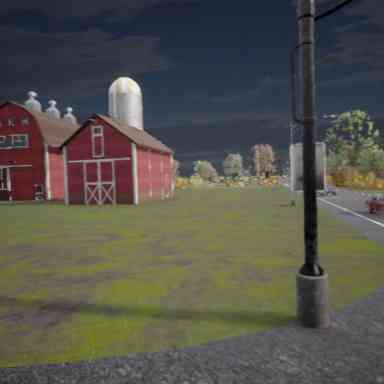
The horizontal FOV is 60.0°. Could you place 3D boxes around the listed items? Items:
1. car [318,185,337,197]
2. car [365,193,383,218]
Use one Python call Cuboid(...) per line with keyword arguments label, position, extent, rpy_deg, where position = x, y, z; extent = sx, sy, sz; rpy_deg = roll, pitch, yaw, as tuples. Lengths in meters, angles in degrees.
Cuboid(label="car", position=(18.226, -0.207, 44.964), extent=(2.033, 1.411, 5.357), rpy_deg=(-1, 2, 14))
Cuboid(label="car", position=(11.953, 0.771, 19.971), extent=(1.895, 1.301, 4.718), rpy_deg=(-1, 2, 14))
